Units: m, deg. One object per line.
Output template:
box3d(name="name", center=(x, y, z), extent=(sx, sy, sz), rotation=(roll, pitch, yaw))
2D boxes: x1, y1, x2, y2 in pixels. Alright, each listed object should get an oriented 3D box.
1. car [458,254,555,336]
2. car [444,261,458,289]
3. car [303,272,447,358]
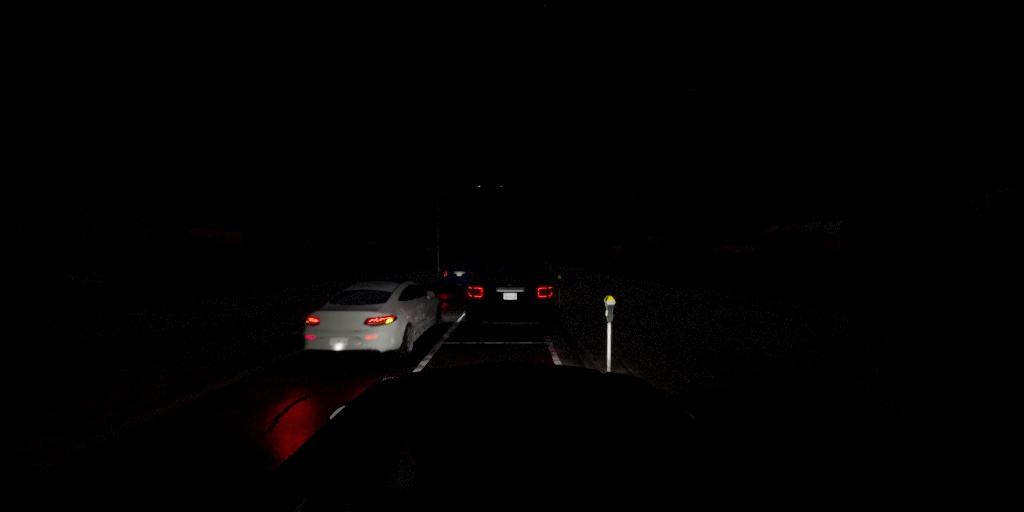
box3d(name="car", center=(-0.039, 0.975, 10.532), extent=(2.150, 2.045, 5.566), rotation=(0, 0, 0))
box3d(name="car", center=(-3.019, 1.094, 22.642), extent=(2.097, 1.767, 4.553), rotation=(0, 0, 0))
box3d(name="car", center=(-2.923, 1.273, 8.369), extent=(1.812, 1.442, 4.674), rotation=(0, 0, 0))
